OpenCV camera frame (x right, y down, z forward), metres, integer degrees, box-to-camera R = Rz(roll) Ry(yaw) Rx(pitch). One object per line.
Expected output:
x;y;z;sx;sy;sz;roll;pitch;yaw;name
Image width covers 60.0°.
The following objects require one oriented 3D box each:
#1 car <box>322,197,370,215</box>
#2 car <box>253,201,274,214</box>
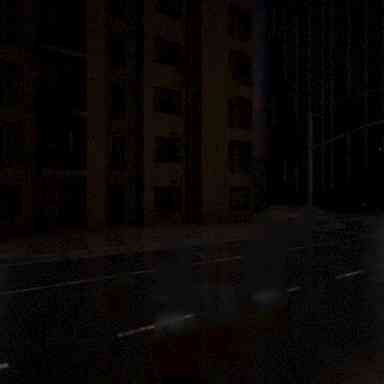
15.849;1.336;34.533;2.097;1.767;4.553;0;0;-32;car
6.481;1.588;35.713;1.895;1.301;4.718;0;0;-35;car
